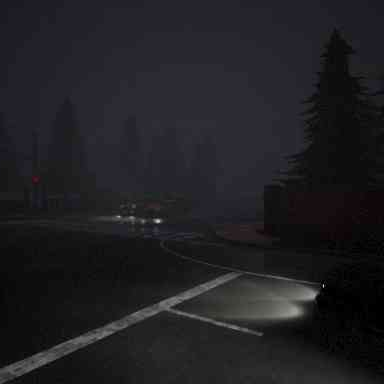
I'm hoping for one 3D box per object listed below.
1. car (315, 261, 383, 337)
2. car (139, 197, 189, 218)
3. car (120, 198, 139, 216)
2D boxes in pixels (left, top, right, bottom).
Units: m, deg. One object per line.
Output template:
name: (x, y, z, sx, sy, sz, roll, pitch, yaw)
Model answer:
car: (4.752, 1.547, 4.875, 5.357, 1.411, 2.033, 0, 0, 36)
car: (-2.226, 1.478, 30.662, 1.882, 1.535, 5.008, 0, 0, 35)
car: (-4.958, 1.352, 32.857, 2.097, 1.767, 4.553, 0, 0, 35)
